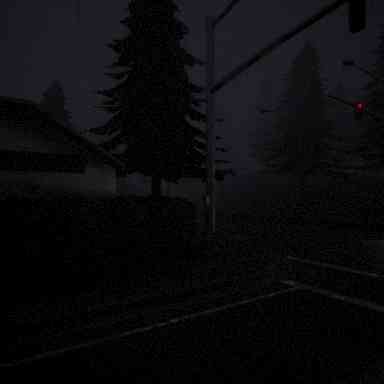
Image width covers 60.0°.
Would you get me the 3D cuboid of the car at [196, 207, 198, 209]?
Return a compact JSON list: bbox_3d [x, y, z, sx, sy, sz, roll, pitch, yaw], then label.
[{"bbox_3d":[-1.595,1.578,30.546,1.895,1.301,4.718,0,0,-39],"label":"car"}]
